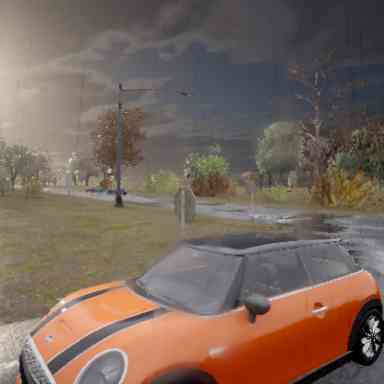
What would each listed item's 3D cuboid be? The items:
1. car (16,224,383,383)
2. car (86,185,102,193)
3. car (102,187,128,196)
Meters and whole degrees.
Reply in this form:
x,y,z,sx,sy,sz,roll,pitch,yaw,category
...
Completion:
x,y,z,sx,sy,sz,roll,pitch,yaw,category
0.396,1.361,4.157,4.553,1.767,2.097,0,0,-36,car
-17.617,-0.578,59.914,2.128,1.511,4.902,0,2,-36,car
-11.794,-0.148,51.821,1.895,1.301,4.718,0,2,-36,car
